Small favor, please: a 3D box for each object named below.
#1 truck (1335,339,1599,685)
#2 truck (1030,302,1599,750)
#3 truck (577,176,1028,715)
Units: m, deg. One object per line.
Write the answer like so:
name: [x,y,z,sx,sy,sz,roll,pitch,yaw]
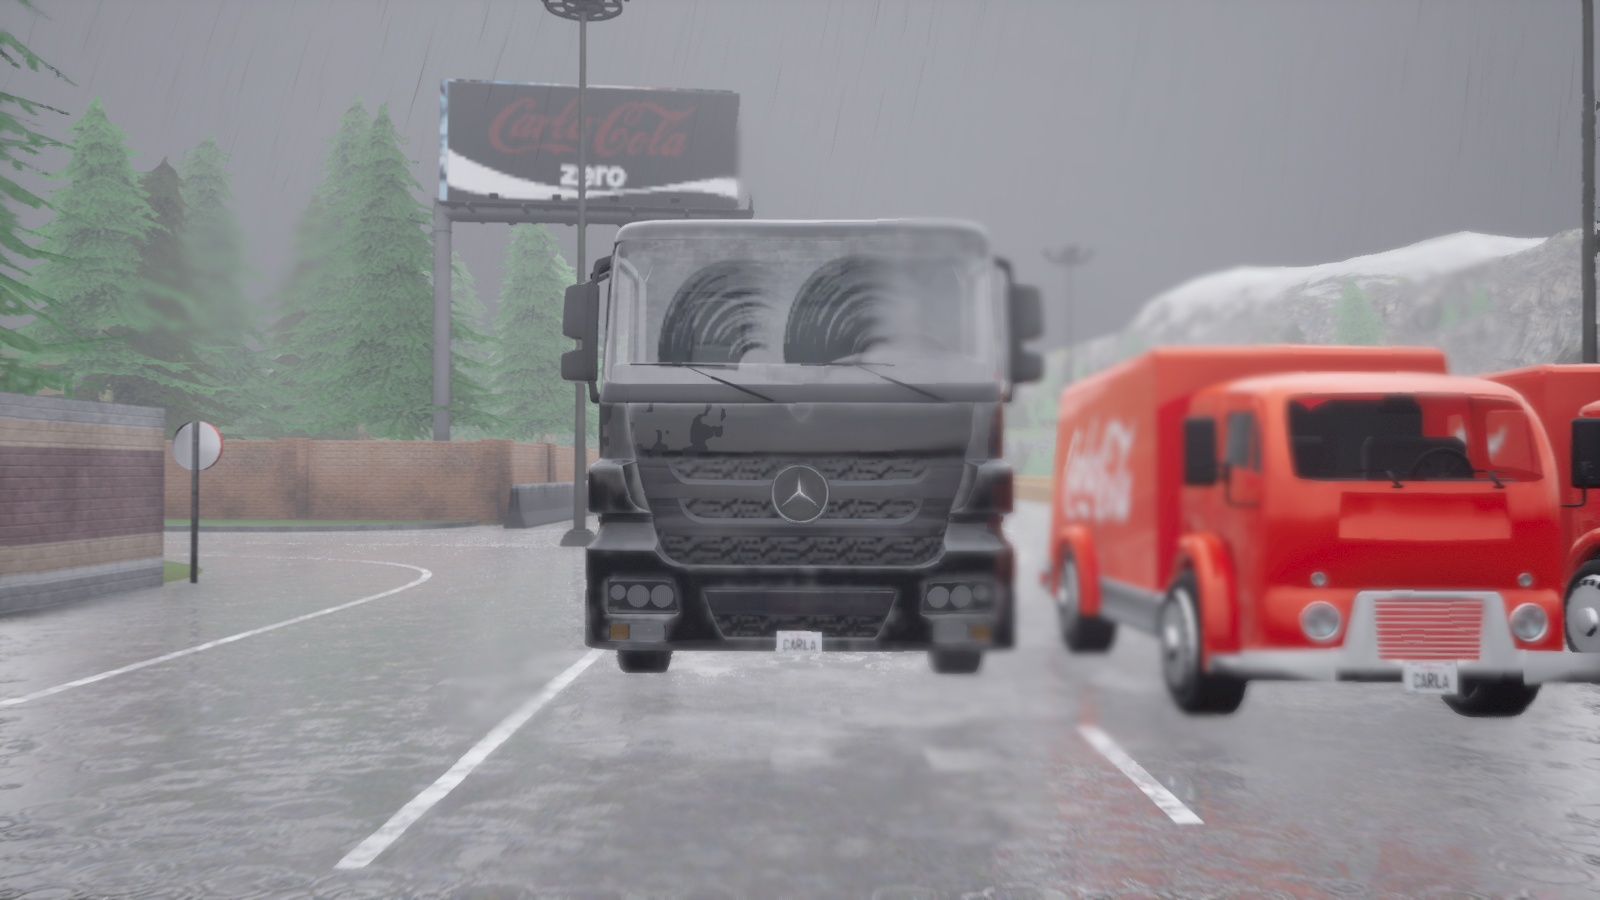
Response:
truck: [7.037,0.487,10.836,2.627,2.467,5.204,0,-1,1]
truck: [3.526,0.479,9.535,2.627,2.467,5.204,0,-1,0]
truck: [0.045,0.033,12.051,2.891,3.462,7.936,0,-1,1]
